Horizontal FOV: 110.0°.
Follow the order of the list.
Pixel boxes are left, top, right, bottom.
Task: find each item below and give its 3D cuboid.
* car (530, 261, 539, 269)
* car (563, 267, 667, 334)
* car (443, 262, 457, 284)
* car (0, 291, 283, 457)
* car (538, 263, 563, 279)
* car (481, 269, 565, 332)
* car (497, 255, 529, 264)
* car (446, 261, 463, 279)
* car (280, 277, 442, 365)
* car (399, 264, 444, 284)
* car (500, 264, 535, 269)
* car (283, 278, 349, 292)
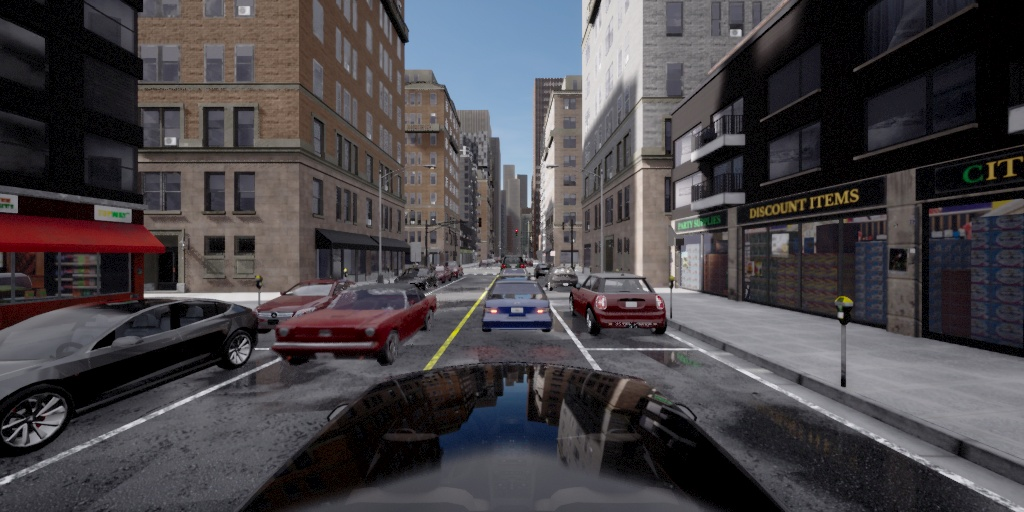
[{"bbox_3d":[2.936,1.318,32.569,1.948,1.339,4.313,0,0,0],"label":"car"},{"bbox_3d":[2.877,1.189,10.564,1.967,1.591,4.097,0,0,0],"label":"car"},{"bbox_3d":[-5.604,1.333,27.091,1.802,1.307,4.207,0,0,0],"label":"car"},{"bbox_3d":[-5.664,1.316,5.086,1.948,1.339,4.313,0,0,0],"label":"car"},{"bbox_3d":[2.906,1.301,21.566,2.007,1.370,4.403,0,0,0],"label":"car"},{"bbox_3d":[0.123,1.297,10.780,2.033,1.411,5.357,0,0,0],"label":"car"},{"bbox_3d":[0.086,0.974,31.317,2.150,2.045,5.566,0,0,0],"label":"car"},{"bbox_3d":[-5.589,1.193,32.592,1.967,1.591,4.097,0,0,0],"label":"car"},{"bbox_3d":[-3.088,1.350,8.134,1.895,1.301,4.718,0,0,0],"label":"car"},{"bbox_3d":[-5.619,1.316,21.589,1.948,1.339,4.313,0,0,0],"label":"car"},{"bbox_3d":[0.149,1.351,21.285,1.895,1.301,4.718,0,0,0],"label":"car"},{"bbox_3d":[-5.648,1.332,10.587,1.802,1.307,4.207,0,0,0],"label":"car"}]
